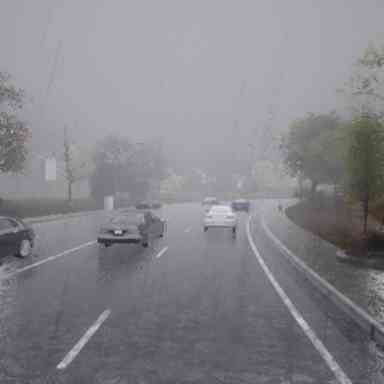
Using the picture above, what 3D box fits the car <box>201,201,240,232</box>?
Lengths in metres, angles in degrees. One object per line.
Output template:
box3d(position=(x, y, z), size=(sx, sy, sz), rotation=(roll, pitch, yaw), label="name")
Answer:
box3d(position=(1.817, 1.532, 20.364), size=(1.812, 1.442, 4.674), rotation=(0, 0, 8), label="car")

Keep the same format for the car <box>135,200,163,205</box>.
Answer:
box3d(position=(-5.057, 1.570, 39.343), size=(1.895, 1.301, 4.718), rotation=(0, 0, 16), label="car")

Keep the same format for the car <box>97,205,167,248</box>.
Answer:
box3d(position=(-2.469, 1.538, 14.850), size=(2.033, 1.411, 5.357), rotation=(0, 0, 6), label="car")

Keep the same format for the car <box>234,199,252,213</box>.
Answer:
box3d(position=(5.708, 1.498, 38.070), size=(1.882, 1.535, 5.008), rotation=(0, 0, 15), label="car")

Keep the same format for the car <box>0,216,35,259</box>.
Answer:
box3d(position=(-6.598, 1.482, 9.846), size=(1.837, 1.490, 4.892), rotation=(0, 0, 5), label="car")

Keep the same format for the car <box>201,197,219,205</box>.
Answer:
box3d(position=(2.904, 1.525, 52.312), size=(1.812, 1.442, 4.674), rotation=(0, 0, 21), label="car")
